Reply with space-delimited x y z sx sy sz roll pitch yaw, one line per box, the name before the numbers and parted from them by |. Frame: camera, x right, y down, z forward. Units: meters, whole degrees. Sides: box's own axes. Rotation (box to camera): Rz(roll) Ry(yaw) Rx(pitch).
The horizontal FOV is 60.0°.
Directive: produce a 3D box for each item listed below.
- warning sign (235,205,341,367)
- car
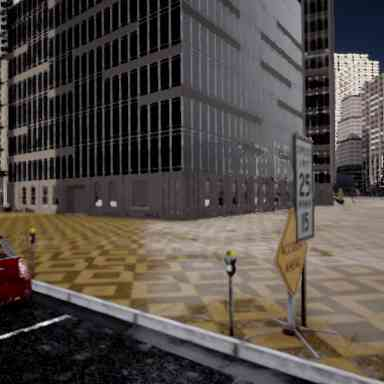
warning sign | 1.413 1.152 4.783 1.060 1.860 1.300 -1 0 37
car | -5.116 1.505 6.842 4.097 1.590 1.967 0 -1 37
